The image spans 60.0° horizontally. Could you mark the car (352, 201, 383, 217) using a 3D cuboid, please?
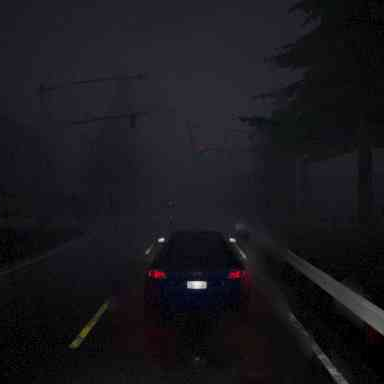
[{"bbox_3d":[15.471,1.488,26.625,4.892,1.490,1.837,0,0,0],"label":"car"}]

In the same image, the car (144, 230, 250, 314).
[{"bbox_3d":[0.114,1.564,7.719,1.994,1.385,4.181,0,0,1],"label":"car"}]

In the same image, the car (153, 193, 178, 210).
[{"bbox_3d":[-3.293,1.350,42.219,2.097,1.767,4.553,0,0,1],"label":"car"}]

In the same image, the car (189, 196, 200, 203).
[{"bbox_3d":[0.468,1.522,66.283,1.812,1.442,4.674,0,0,0],"label":"car"}]
